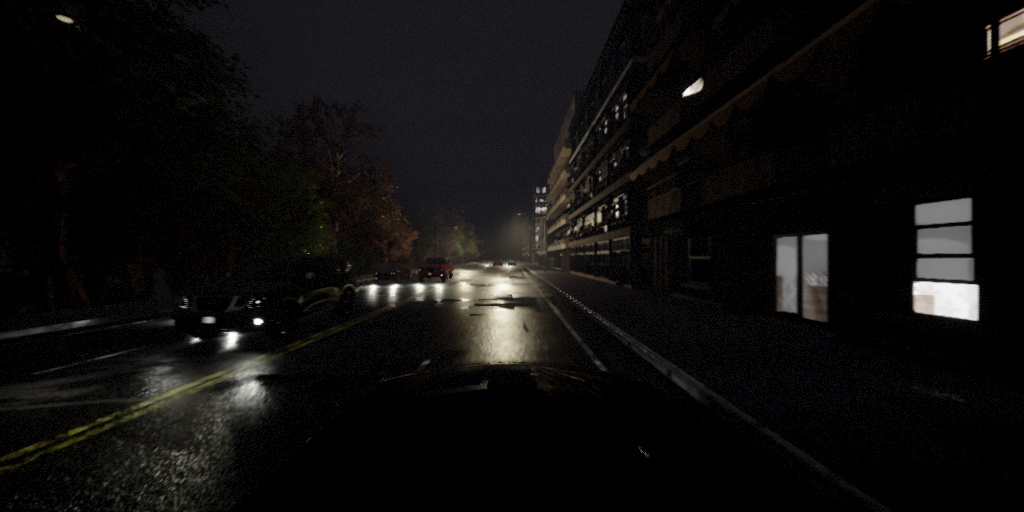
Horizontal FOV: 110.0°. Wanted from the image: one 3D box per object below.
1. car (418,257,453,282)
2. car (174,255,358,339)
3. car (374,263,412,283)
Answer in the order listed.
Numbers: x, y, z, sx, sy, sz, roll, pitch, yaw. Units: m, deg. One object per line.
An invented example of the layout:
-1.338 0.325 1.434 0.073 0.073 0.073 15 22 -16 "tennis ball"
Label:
-6.497 1.097 31.162 2.150 2.045 5.566 0 -1 0 "car"
-6.576 0.995 10.550 2.150 2.045 5.566 0 1 0 "car"
-9.767 1.340 29.714 1.882 1.535 5.008 0 -1 1 "car"
